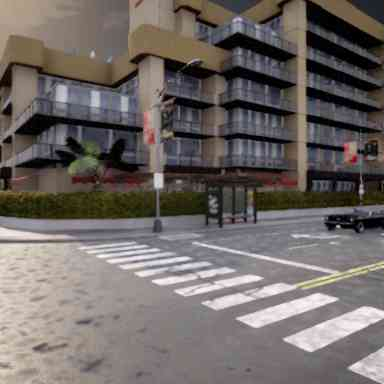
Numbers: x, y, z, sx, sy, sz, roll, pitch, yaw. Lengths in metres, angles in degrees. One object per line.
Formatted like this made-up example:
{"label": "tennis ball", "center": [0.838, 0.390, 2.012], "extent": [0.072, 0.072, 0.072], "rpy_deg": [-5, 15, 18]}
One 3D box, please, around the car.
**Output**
{"label": "car", "center": [9.782, 1.562, 19.444], "extent": [4.718, 1.301, 1.895], "rpy_deg": [0, 0, -35]}
